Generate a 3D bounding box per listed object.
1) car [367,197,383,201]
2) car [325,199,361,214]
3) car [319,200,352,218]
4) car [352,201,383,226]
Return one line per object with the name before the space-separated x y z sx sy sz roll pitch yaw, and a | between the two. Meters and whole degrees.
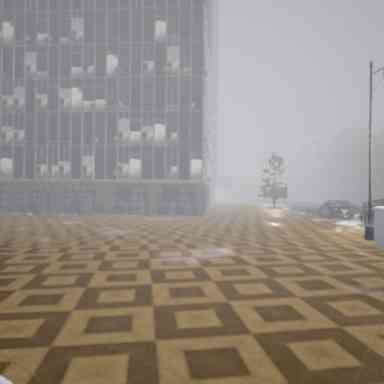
car | 16.148 1.365 28.174 2.097 1.767 4.553 1 0 7
car | 17.029 1.565 37.814 2.033 1.411 5.357 1 0 6
car | 13.071 1.473 30.439 2.128 1.511 4.902 1 0 5
car | 12.108 1.526 20.474 2.033 1.411 5.357 1 0 6
